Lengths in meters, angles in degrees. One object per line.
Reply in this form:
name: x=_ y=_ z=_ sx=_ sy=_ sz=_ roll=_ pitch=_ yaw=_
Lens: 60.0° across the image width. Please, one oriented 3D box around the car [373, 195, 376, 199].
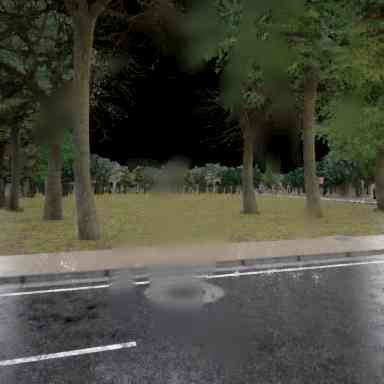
car: x=44.754 y=1.297 z=79.771 sx=1.895 sy=1.301 sz=4.718 roll=0 pitch=0 yaw=4
